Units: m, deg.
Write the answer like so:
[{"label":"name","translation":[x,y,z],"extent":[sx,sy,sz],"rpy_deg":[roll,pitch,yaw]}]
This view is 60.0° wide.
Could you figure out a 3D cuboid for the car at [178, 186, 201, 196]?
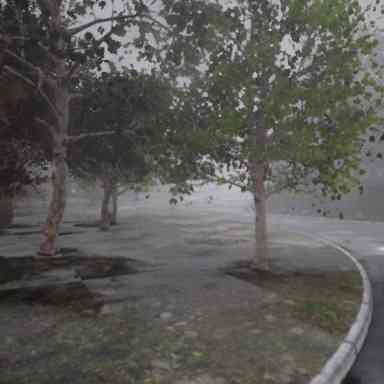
[{"label":"car","translation":[-0.465,-0.317,73.017],"extent":[1.946,1.575,5.366],"rpy_deg":[0,3,23]}]

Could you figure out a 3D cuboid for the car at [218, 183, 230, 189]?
[{"label":"car","translation":[8.130,-1.656,93.637],"extent":[2.163,1.488,4.792],"rpy_deg":[0,3,23]}]

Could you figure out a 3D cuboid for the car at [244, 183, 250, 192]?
[{"label":"car","translation":[12.472,-0.571,73.697],"extent":[1.812,1.442,4.674],"rpy_deg":[0,4,23]}]

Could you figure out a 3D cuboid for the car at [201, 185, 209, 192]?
[{"label":"car","translation":[1.657,-0.655,78.106],"extent":[1.946,1.575,5.366],"rpy_deg":[0,3,23]}]

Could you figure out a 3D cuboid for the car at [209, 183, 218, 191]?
[{"label":"car","translation":[3.885,-1.259,83.443],"extent":[2.435,2.045,5.566],"rpy_deg":[0,4,23]}]
